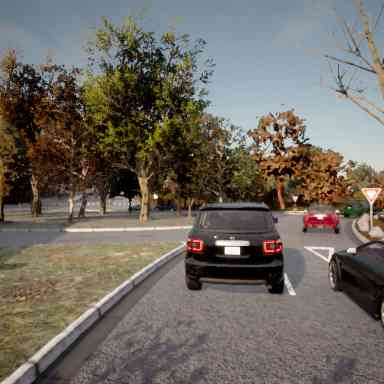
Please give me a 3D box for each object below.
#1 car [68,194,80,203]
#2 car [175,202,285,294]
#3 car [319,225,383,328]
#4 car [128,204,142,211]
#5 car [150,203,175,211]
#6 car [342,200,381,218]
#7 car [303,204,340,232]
[{"bbox_3d":[-31.236,2.001,86.943,1.946,1.575,5.366,0,2,-11],"label":"car"},{"bbox_3d":[1.211,1.269,9.166,2.150,2.045,5.566,0,-1,9],"label":"car"},{"bbox_3d":[4.089,1.581,6.339,1.994,1.385,4.181,0,0,7],"label":"car"},{"bbox_3d":[-8.912,2.784,60.697,5.357,1.411,2.033,0,-1,1],"label":"car"},{"bbox_3d":[-4.188,2.647,56.938,4.892,1.490,1.837,-1,-2,26],"label":"car"},{"bbox_3d":[19.812,1.973,38.813,5.566,2.045,2.150,2,-3,-36],"label":"car"},{"bbox_3d":[8.508,1.594,21.810,2.097,1.767,4.553,-1,-2,23],"label":"car"}]
